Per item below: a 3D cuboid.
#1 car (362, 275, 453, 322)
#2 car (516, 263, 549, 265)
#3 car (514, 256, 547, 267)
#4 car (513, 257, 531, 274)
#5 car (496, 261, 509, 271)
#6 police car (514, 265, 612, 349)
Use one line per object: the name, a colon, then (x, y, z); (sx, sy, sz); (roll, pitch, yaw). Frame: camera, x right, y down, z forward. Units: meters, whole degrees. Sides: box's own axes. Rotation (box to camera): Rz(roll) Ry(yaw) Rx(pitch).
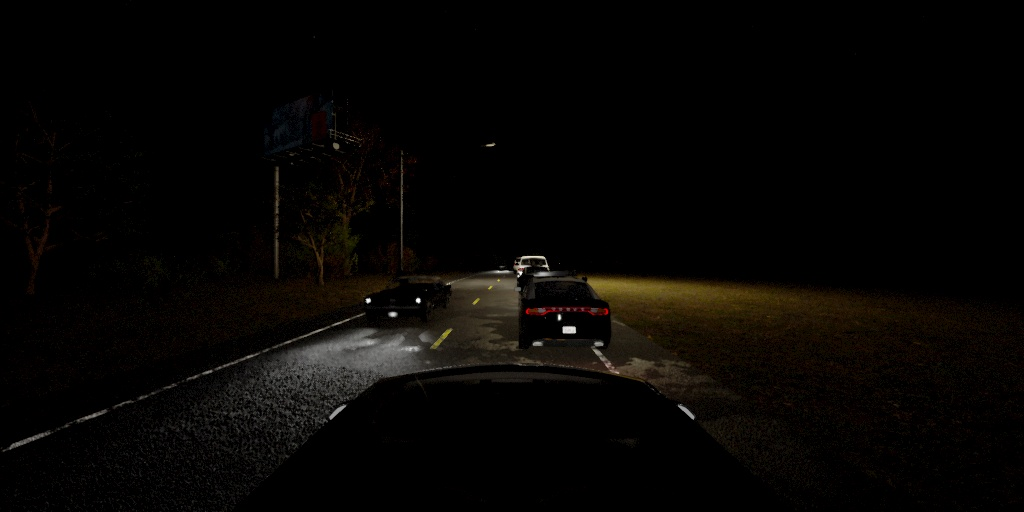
car: (-3.378, 1.367, 12.446); (1.895, 1.301, 4.718); (0, 0, 1)
car: (1.277, 1.295, 19.142); (1.837, 1.490, 4.892); (0, 0, 1)
car: (1.446, 1.042, 25.150); (2.150, 2.045, 5.566); (0, 0, 2)
car: (1.395, 1.200, 46.496); (2.150, 2.045, 5.566); (0, 0, 4)
car: (-1.455, 1.558, 56.642); (2.128, 1.511, 4.902); (0, -1, 4)
police car: (1.100, 1.184, 9.286); (1.930, 1.638, 5.238); (0, 0, 1)
